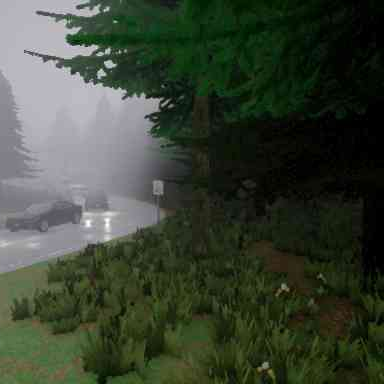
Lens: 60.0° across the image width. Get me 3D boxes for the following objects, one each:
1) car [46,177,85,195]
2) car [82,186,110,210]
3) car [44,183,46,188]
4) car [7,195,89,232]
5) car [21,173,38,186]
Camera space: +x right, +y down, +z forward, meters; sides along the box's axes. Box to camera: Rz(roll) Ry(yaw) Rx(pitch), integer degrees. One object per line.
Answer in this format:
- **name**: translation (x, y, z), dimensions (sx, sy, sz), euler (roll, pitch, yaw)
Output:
- **car**: translation (-13.934, -0.564, 37.849), dimensions (5.566, 2.045, 2.150), euler (7, 5, 40)
- **car**: translation (-8.318, 0.651, 28.895), dimensions (1.837, 1.490, 4.892), euler (0, 5, -19)
- **car**: translation (-18.323, -0.951, 45.380), dimensions (4.892, 1.490, 1.837), euler (6, 4, 38)
- **car**: translation (-8.122, 1.226, 18.790), dimensions (1.882, 1.535, 5.008), euler (0, 2, 12)
- **car**: translation (-25.641, -2.127, 52.452), dimensions (2.150, 2.045, 5.566), euler (0, 5, -30)
